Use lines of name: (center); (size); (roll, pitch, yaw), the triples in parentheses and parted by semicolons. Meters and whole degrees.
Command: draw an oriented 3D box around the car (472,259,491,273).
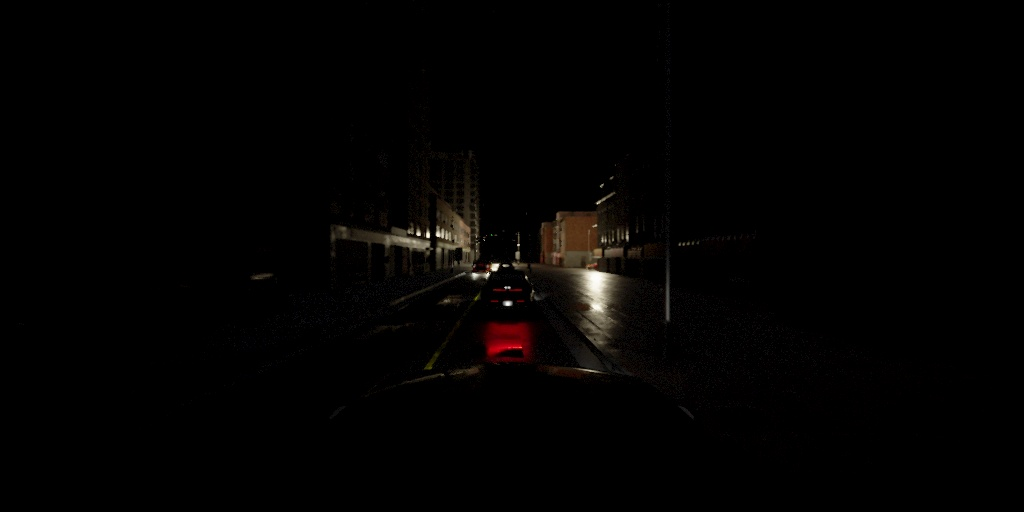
car: (-3.685, 1.194, 44.403); (2.097, 1.767, 4.553); (0, 0, -1)

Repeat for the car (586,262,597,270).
car: (15.130, 1.747, 63.337); (4.097, 1.591, 1.967); (0, 0, -1)

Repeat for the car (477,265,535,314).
car: (-0.180, 1.276, 13.932); (1.837, 1.490, 4.892); (0, 0, -1)

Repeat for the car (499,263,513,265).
car: (-0.587, 1.370, 34.746); (2.033, 1.411, 5.357); (0, 0, -1)
